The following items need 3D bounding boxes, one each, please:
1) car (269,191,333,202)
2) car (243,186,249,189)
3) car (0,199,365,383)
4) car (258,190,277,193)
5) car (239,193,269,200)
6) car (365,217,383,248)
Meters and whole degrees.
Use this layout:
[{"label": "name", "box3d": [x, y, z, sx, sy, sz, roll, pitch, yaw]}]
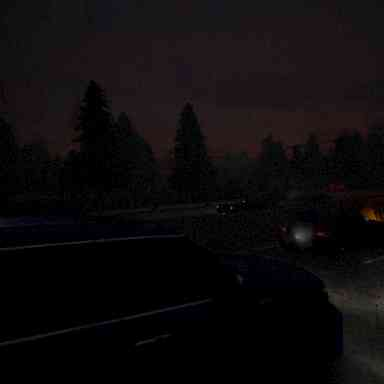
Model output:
[{"label": "car", "box3d": [7.744, 0.834, 22.371, 4.892, 1.490, 1.837, -4, 2, -35]}, {"label": "car", "box3d": [10.640, -0.447, 62.271, 2.128, 1.511, 4.902, -3, 2, -35]}, {"label": "car", "box3d": [-0.948, 1.220, 3.065, 5.566, 2.045, 2.150, -1, 1, -35]}, {"label": "car", "box3d": [6.729, 0.651, 30.209, 4.892, 1.490, 1.837, -3, 2, -35]}, {"label": "car", "box3d": [3.956, 1.037, 23.986, 4.718, 1.301, 1.895, -3, 2, -35]}, {"label": "car", "box3d": [5.035, 1.306, 11.635, 4.181, 1.385, 1.994, -3, 2, -35]}]
